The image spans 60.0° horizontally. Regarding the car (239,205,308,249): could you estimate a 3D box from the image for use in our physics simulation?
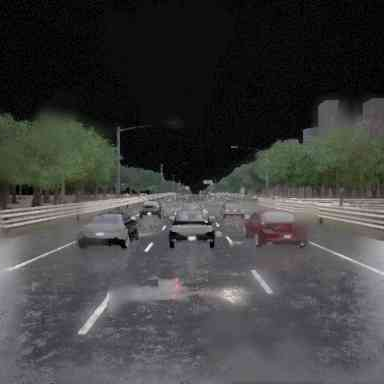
[{"bbox_3d":[3.500,1.485,14.650,1.882,1.535,5.008,0,0,0],"label":"car"}]

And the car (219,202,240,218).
[{"bbox_3d":[3.500,1.560,29.650,2.033,1.411,5.357,0,0,0],"label":"car"}]

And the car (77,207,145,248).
[{"bbox_3d":[-3.500,1.572,14.650,1.994,1.385,4.181,0,0,0],"label":"car"}]

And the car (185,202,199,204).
[{"bbox_3d":[0.000,1.559,29.650,2.033,1.411,5.357,0,0,0],"label":"car"}]

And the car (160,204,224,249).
[{"bbox_3d":[0.000,1.495,14.650,2.128,1.511,4.902,0,0,0],"label":"car"}]

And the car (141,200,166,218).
[{"bbox_3d":[-3.500,1.512,29.650,1.837,1.490,4.892,0,0,0],"label":"car"}]
